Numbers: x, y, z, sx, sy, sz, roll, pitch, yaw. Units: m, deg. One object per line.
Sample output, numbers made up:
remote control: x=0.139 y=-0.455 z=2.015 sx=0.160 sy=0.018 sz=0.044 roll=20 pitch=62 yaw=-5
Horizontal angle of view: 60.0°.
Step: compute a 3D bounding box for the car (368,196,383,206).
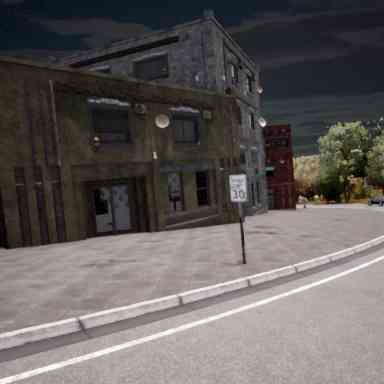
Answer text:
car: x=28.977 y=1.391 z=51.147 sx=2.128 sy=1.511 sz=4.902 roll=-5 pitch=-2 yaw=-1
